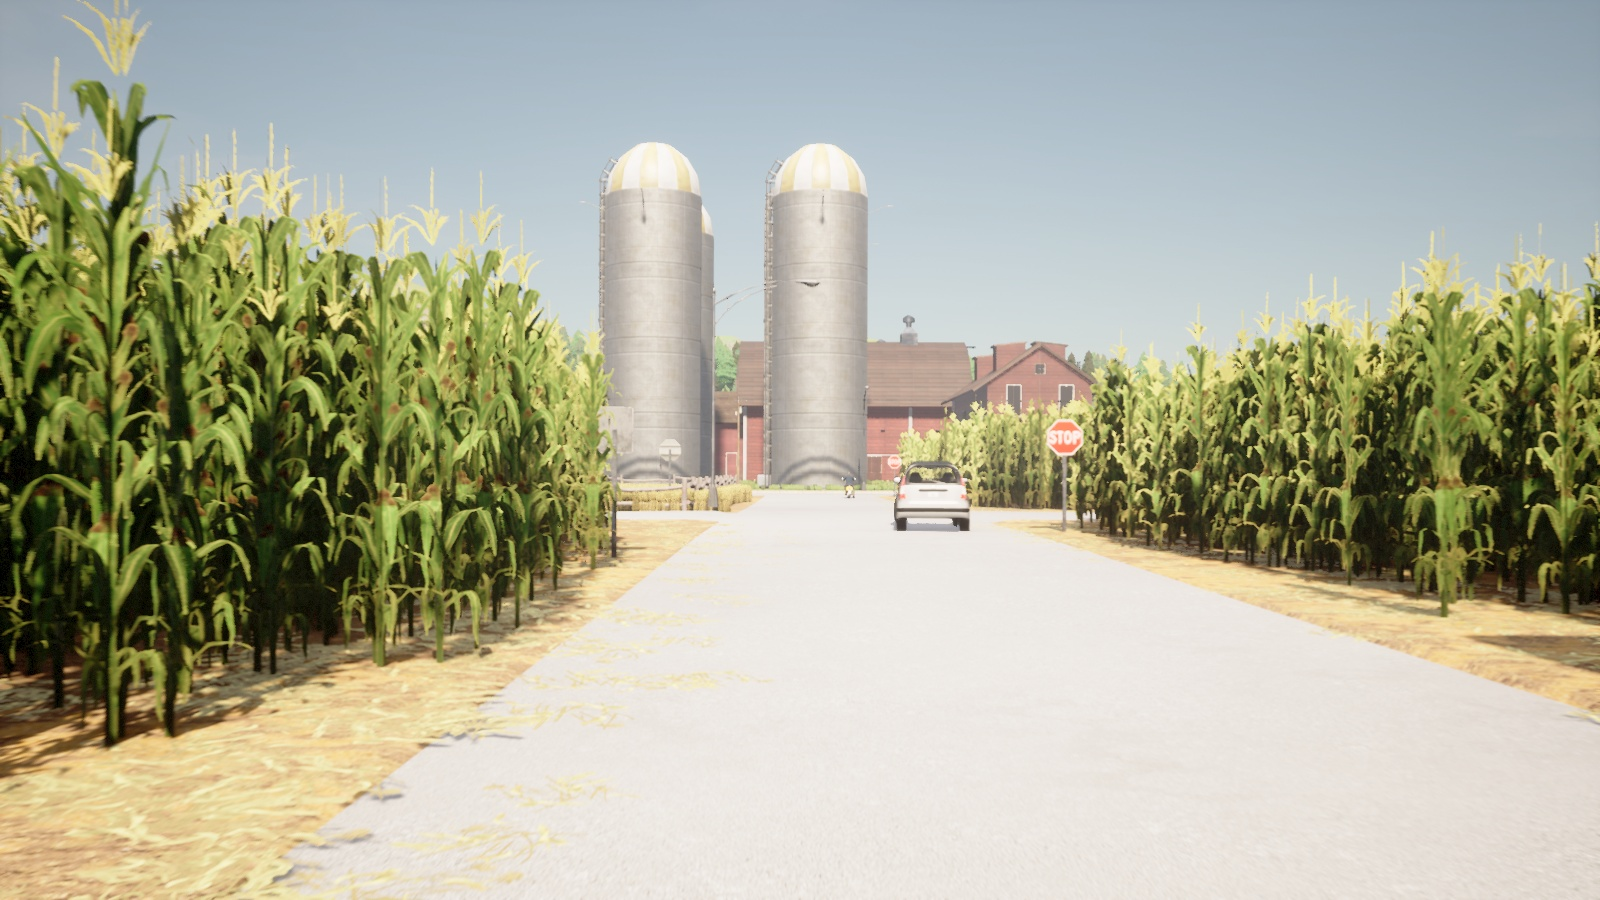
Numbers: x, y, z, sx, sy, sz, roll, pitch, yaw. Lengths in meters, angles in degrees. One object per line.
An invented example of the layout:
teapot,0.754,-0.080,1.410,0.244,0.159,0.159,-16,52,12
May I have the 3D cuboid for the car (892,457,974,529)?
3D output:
car,3.206,1.015,30.610,1.851,1.617,3.988,0,-1,5
